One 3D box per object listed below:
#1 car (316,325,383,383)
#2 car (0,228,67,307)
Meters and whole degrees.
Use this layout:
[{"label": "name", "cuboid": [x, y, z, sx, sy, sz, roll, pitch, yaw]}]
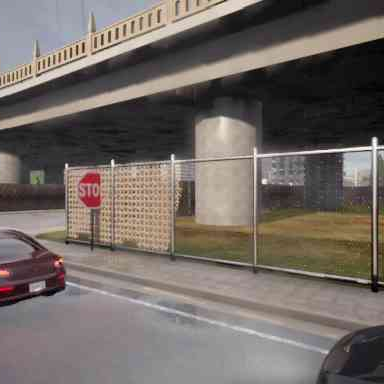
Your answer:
[{"label": "car", "cuboid": [3.198, 1.504, 1.714, 4.892, 1.490, 1.837, 0, 0, 35]}, {"label": "car", "cuboid": [-4.643, 1.528, 7.299, 4.674, 1.442, 1.812, 0, 0, 35]}]
